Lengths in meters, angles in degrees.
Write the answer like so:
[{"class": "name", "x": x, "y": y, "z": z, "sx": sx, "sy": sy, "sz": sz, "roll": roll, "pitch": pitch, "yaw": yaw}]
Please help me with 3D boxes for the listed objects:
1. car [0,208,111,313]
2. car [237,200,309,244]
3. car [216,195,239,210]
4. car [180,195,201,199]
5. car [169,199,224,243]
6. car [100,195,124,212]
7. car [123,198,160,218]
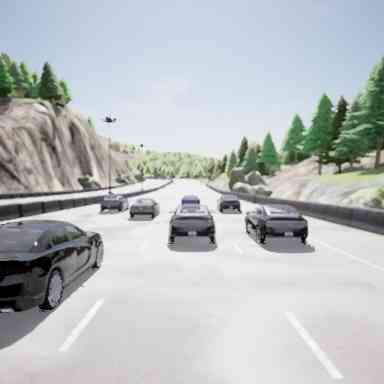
[{"class": "car", "x": -3.452, "y": 1.367, "z": 7.520, "sx": 1.882, "sy": 1.535, "sz": 5.008, "roll": 0, "pitch": 1, "yaw": 0}, {"class": "car", "x": 3.499, "y": 1.275, "z": 14.483, "sx": 2.128, "sy": 1.511, "sz": 4.902, "roll": 0, "pitch": 1, "yaw": 0}, {"class": "car", "x": 3.381, "y": 1.045, "z": 31.049, "sx": 1.837, "sy": 1.490, "sz": 4.892, "roll": 0, "pitch": 1, "yaw": 0}, {"class": "car", "x": -0.130, "y": 0.999, "z": 32.485, "sx": 1.882, "sy": 1.535, "sz": 5.008, "roll": 0, "pitch": 1, "yaw": 0}, {"class": "car", "x": -0.003, "y": 1.274, "z": 14.698, "sx": 2.128, "sy": 1.511, "sz": 4.902, "roll": 0, "pitch": 1, "yaw": 0}, {"class": "car", "x": -7.118, "y": 1.040, "z": 30.886, "sx": 2.128, "sy": 1.511, "sz": 4.902, "roll": 0, "pitch": 1, "yaw": 0}, {"class": "car", "x": -3.581, "y": 1.172, "z": 25.607, "sx": 2.033, "sy": 1.411, "sz": 5.357, "roll": 0, "pitch": 1, "yaw": 0}]
